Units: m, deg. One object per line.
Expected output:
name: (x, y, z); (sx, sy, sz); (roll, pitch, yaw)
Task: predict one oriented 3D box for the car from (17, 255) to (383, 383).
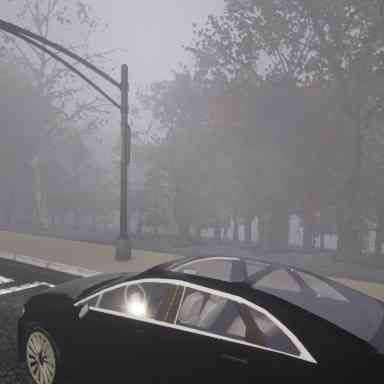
car: (0.017, 1.491, 3.688); (4.902, 1.511, 2.128); (0, 0, 34)
